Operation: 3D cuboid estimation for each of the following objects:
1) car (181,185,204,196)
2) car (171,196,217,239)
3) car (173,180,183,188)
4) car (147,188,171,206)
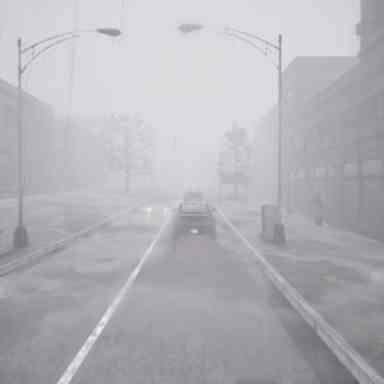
[{"bbox_3d":[0.097,0.368,33.506,1.837,1.490,4.892,0,3,0],"label":"car"},{"bbox_3d":[0.098,1.194,15.494,1.837,1.490,4.892,0,2,0],"label":"car"},{"bbox_3d":[-3.031,-1.717,72.844,2.097,1.767,4.553,0,3,0],"label":"car"},{"bbox_3d":[-3.099,0.447,31.812,1.837,1.490,4.892,0,3,0],"label":"car"}]
